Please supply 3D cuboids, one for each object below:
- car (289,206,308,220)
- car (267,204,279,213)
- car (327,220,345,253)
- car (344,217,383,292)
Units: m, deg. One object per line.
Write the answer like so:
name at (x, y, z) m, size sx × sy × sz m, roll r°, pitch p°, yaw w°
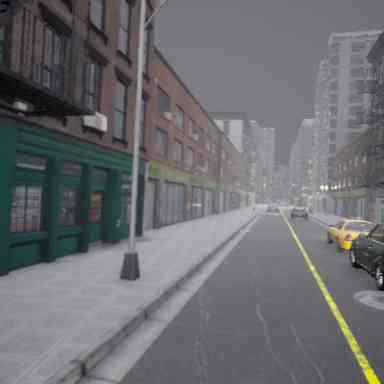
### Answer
car at (12.790, 2.477, 39.856) m, size 2.128 × 1.511 × 4.902 m, roll 2°, pitch -1°, yaw 14°
car at (13.363, 2.704, 54.804) m, size 1.812 × 1.442 × 4.674 m, roll 2°, pitch -1°, yaw 14°
car at (7.704, 1.955, 15.882) m, size 1.801 × 1.575 × 5.366 m, roll 2°, pitch -1°, yaw 14°
car at (6.207, 1.722, 9.848) m, size 2.097 × 1.767 × 4.553 m, roll 2°, pitch -1°, yaw 14°
